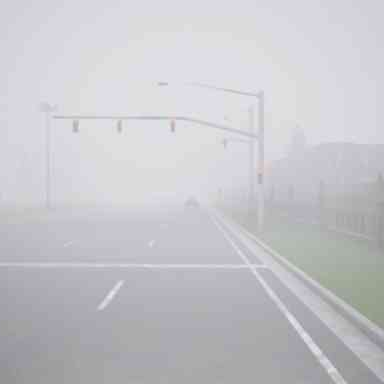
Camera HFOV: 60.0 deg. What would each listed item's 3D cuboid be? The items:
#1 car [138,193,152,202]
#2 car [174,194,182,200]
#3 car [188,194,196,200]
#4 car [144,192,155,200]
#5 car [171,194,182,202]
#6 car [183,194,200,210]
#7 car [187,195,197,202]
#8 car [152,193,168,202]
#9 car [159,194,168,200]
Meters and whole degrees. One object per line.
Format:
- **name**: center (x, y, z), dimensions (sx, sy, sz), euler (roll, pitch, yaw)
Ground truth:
- **car**: center (-10.508, 1.375, 72.819), dimensions (1.994, 1.385, 4.181), euler (0, 0, 0)
- **car**: center (-3.510, 1.235, 82.886), dimensions (1.895, 1.301, 4.718), euler (0, 0, 0)
- **car**: center (-0.010, 1.164, 82.856), dimensions (1.812, 1.442, 4.674), euler (0, 0, 0)
- **car**: center (-10.510, 0.996, 82.825), dimensions (2.097, 1.767, 4.553), euler (0, 0, 0)
- **car**: center (-3.508, 1.349, 72.436), dimensions (2.128, 1.511, 4.902), euler (0, 0, 0)
- **car**: center (-0.005, 1.407, 41.824), dimensions (1.837, 1.490, 4.892), euler (0, 0, 0)
- **car**: center (-0.008, 1.363, 72.437), dimensions (2.033, 1.411, 5.357), euler (0, 0, 0)
- **car**: center (-7.008, 1.302, 72.436), dimensions (1.882, 1.535, 5.008), euler (0, 0, 0)
- **car**: center (-7.010, 1.193, 82.856), dimensions (1.994, 1.385, 4.181), euler (0, 0, 0)
